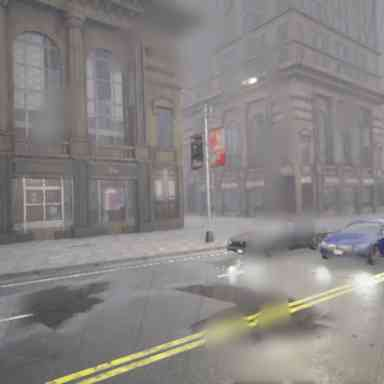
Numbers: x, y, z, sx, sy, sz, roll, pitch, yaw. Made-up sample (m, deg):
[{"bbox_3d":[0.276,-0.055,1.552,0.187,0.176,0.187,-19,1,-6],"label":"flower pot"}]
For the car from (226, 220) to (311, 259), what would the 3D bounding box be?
[{"bbox_3d":[3.999,1.949,14.741,5.357,1.411,2.033,0,-2,-37],"label":"car"}]

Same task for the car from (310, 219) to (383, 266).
[{"bbox_3d":[6.830,1.798,12.798,4.674,1.442,1.812,0,-2,-37],"label":"car"}]
